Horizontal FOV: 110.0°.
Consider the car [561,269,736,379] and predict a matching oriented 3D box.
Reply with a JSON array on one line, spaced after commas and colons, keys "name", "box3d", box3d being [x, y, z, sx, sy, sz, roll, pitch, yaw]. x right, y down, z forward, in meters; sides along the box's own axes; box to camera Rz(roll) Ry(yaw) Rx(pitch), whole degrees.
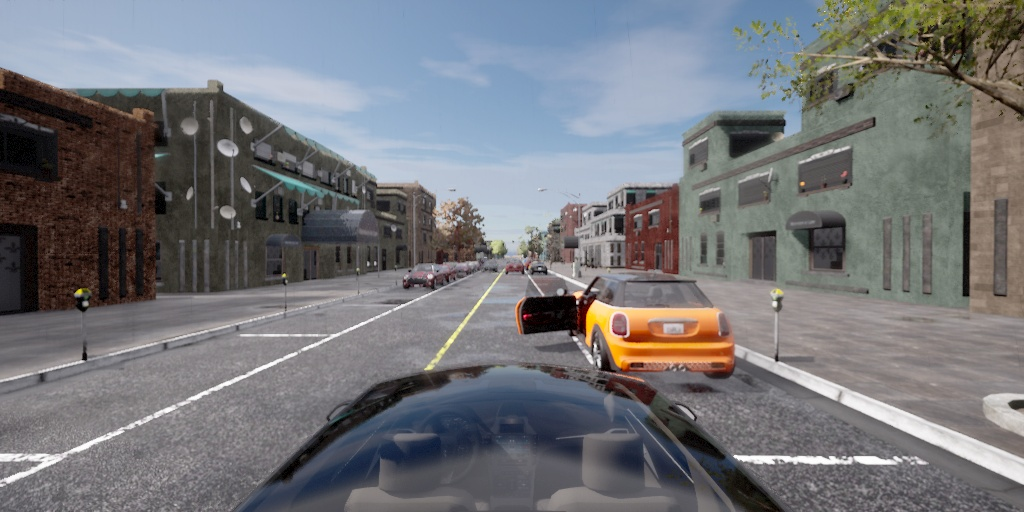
[{"name": "car", "box3d": [2.430, 1.111, 7.485, 2.097, 1.767, 4.553, 0, 0, 0]}]

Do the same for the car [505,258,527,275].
[{"name": "car", "box3d": [0.347, 1.168, 40.878, 2.097, 1.767, 4.553, 0, 0, 1]}]

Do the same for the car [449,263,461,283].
[{"name": "car", "box3d": [-5.509, 1.342, 28.478, 1.888, 1.381, 4.507, 0, 0, 0]}]

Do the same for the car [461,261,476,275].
[{"name": "car", "box3d": [-5.437, 1.397, 39.574, 1.802, 1.307, 4.207, 0, 0, 0]}]

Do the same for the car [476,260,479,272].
[{"name": "car", "box3d": [-5.401, 1.374, 45.122, 2.007, 1.370, 4.403, 0, 0, 0]}]

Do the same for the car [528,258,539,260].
[{"name": "car", "box3d": [2.982, 1.347, 45.239, 1.751, 1.417, 4.829, 0, 0, 0]}]

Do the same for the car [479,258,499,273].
[{"name": "car", "box3d": [-2.716, 1.347, 45.146, 1.837, 1.490, 4.892, 0, 0, 0]}]

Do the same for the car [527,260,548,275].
[{"name": "car", "box3d": [2.944, 1.378, 39.522, 1.948, 1.339, 4.313, 0, 0, 0]}]

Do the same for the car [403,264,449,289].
[{"name": "car", "box3d": [-5.545, 1.227, 22.930, 1.967, 1.591, 4.097, 0, 0, 0]}]
